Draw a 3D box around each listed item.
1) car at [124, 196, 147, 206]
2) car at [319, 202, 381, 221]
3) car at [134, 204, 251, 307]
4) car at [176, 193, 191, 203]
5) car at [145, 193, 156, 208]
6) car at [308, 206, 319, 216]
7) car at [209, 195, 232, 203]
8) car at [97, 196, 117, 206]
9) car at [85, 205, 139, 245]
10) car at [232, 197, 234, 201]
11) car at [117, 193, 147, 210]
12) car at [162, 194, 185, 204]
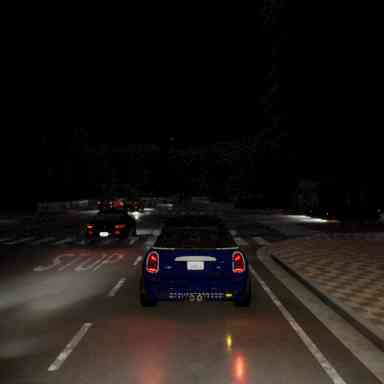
[{"bbox_3d":[-9.282,1.477,54.873,1.882,1.535,5.008,0,0,15],"label":"car"},{"bbox_3d":[13.130,1.619,27.381,4.181,1.385,1.994,0,0,-2],"label":"car"},{"bbox_3d":[0.067,1.352,8.154,2.097,1.767,4.553,0,0,0],"label":"car"},{"bbox_3d":[-2.402,1.221,69.280,2.150,2.045,5.566,0,0,37],"label":"car"},{"bbox_3d":[-6.765,1.221,49.183,2.150,2.045,5.566,0,0,6],"label":"car"},{"bbox_3d":[13.018,1.619,30.888,4.181,1.385,1.994,0,0,0],"label":"car"},{"bbox_3d":[5.859,1.524,72.212,4.674,1.442,1.812,0,0,-38],"label":"car"},{"bbox_3d":[-10.507,1.352,42.437,2.097,1.767,4.553,0,0,2],"label":"car"},{"bbox_3d":[-3.723,1.559,15.666,1.812,1.442,4.674,0,-1,-4],"label":"car"},{"bbox_3d":[7.659,1.523,77.513,4.674,1.442,1.812,0,0,-29],"label":"car"},{"bbox_3d":[-7.089,1.352,39.598,2.097,1.767,4.553,0,0,1],"label":"car"},{"bbox_3d":[-3.702,1.526,60.398,1.812,1.442,4.674,0,0,27],"label":"car"}]
